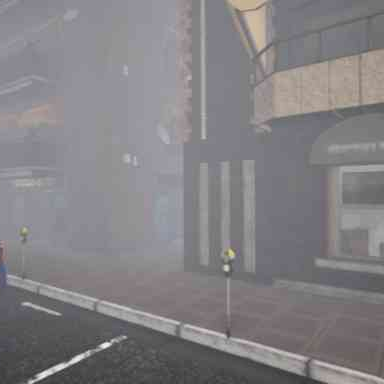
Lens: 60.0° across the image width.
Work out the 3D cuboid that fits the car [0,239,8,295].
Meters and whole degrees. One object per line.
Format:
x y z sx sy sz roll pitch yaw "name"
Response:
-5.948 1.270 6.733 5.566 2.045 2.150 0 0 35 "car"
